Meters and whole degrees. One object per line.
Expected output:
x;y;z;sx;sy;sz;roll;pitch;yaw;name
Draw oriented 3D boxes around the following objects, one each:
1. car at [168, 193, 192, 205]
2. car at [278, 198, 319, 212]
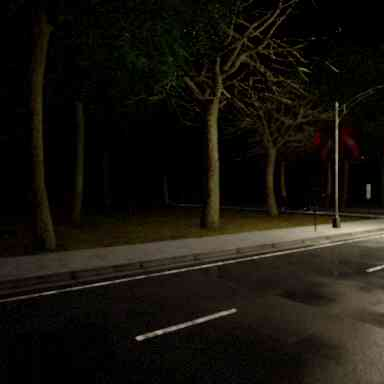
-2.360;1.185;58.257;2.150;2.045;5.566;0;0;-36;car
12.304;1.488;38.620;1.837;1.490;4.892;0;0;-37;car
